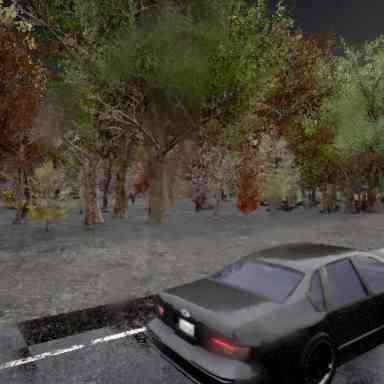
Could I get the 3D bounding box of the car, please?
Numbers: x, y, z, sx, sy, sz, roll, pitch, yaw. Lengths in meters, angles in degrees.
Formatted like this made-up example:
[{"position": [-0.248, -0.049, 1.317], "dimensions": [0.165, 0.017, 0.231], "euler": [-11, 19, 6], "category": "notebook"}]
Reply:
[{"position": [1.981, 1.549, 5.152], "dimensions": [5.357, 1.411, 2.033], "euler": [0, 0, -35], "category": "car"}]
